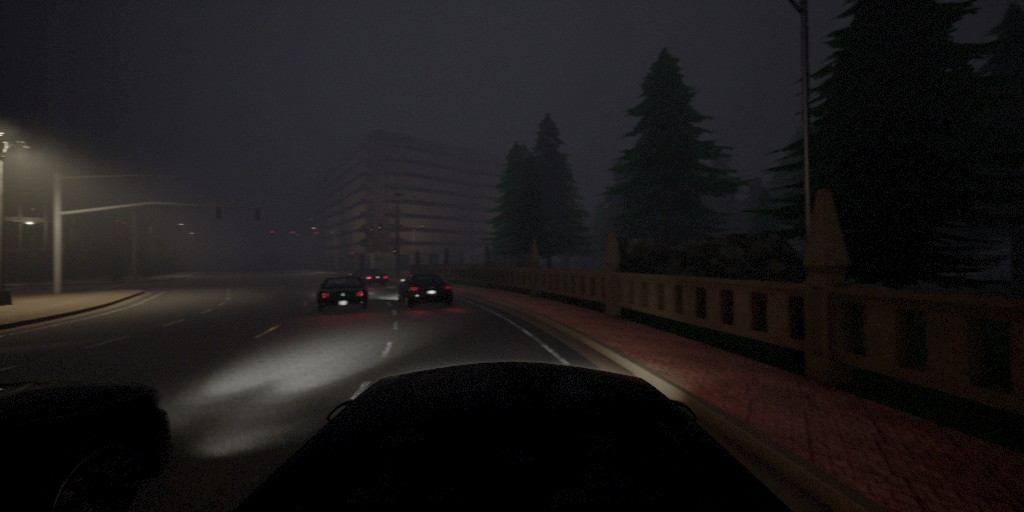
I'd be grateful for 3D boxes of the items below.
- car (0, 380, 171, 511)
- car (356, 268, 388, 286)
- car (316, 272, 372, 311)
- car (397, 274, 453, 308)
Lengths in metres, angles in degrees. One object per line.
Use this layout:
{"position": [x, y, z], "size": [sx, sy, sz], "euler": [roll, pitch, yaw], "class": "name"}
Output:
{"position": [-3.796, 1.281, 1.060], "size": [2.128, 1.511, 4.902], "euler": [-1, -1, -2], "class": "car"}
{"position": [-11.792, 1.709, 29.070], "size": [2.033, 1.411, 5.357], "euler": [0, -1, -40], "class": "car"}
{"position": [-7.585, 1.585, 16.158], "size": [1.895, 1.301, 4.718], "euler": [0, -1, -25], "class": "car"}
{"position": [-4.139, 1.510, 16.741], "size": [1.994, 1.385, 4.181], "euler": [0, -1, -23], "class": "car"}
